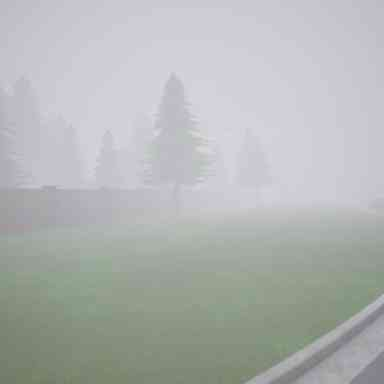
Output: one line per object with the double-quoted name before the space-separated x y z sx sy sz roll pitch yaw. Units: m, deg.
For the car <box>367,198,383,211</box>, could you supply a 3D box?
"car" 21.323 1.347 37.537 2.033 1.411 5.357 -1 0 15
